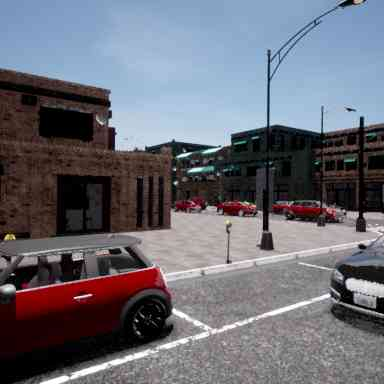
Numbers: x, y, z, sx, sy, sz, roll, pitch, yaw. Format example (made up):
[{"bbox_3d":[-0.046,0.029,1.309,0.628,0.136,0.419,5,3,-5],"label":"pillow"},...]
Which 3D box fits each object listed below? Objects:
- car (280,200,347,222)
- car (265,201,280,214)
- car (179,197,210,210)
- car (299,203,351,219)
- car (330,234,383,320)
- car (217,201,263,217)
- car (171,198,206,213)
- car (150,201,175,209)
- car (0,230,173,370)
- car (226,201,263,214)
[{"bbox_3d":[9.897,1.479,27.001,2.097,1.767,4.553,1,-1,-35],"label":"car"},{"bbox_3d":[9.799,1.739,37.235,1.967,1.590,4.097,0,-1,-35],"label":"car"},{"bbox_3d":[0.304,1.773,50.907,2.192,1.841,5.009,0,-1,-35],"label":"car"},{"bbox_3d":[12.963,1.812,32.676,1.947,1.339,4.313,0,-1,-35],"label":"car"},{"bbox_3d":[4.787,1.495,6.796,4.902,1.511,2.128,0,0,-36],"label":"car"},{"bbox_3d":[4.637,1.692,34.525,1.882,1.535,5.008,1,-1,-35],"label":"car"},{"bbox_3d":[-0.639,1.829,42.130,1.812,1.442,4.674,1,-1,-35],"label":"car"},{"bbox_3d":[-4.840,2.068,53.777,1.895,1.301,4.718,1,-1,-35],"label":"car"},{"bbox_3d":[-2.388,1.441,4.841,4.097,1.590,1.967,0,1,-35],"label":"car"},{"bbox_3d":[6.537,1.879,41.930,1.752,1.417,4.829,0,-1,-35],"label":"car"}]
